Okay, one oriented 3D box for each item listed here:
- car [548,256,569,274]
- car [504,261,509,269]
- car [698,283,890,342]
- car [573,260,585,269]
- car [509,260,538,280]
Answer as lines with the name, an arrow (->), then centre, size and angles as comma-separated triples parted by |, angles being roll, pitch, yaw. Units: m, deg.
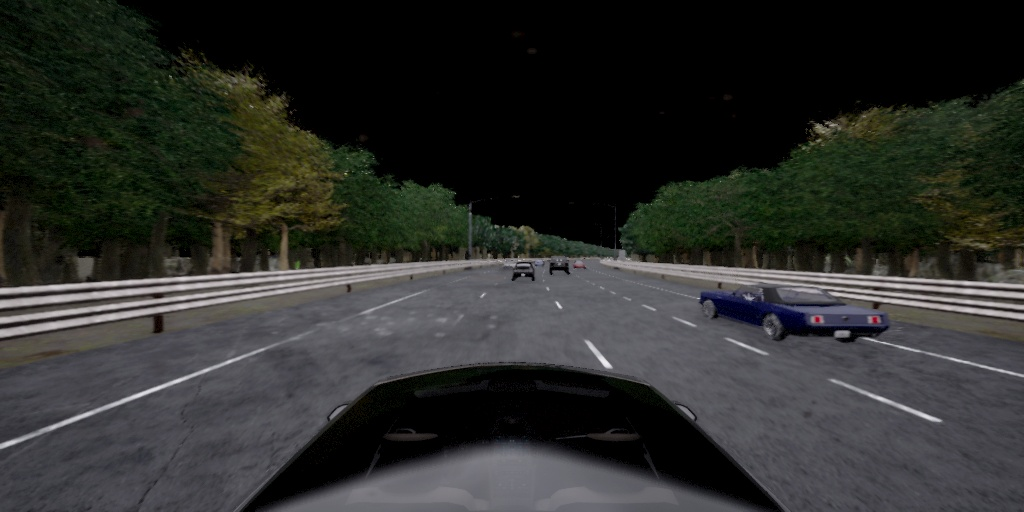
car -> 5.372, 1.014, 41.232 | 2.150, 2.045, 5.566 | 0, 0, 6
car -> -0.033, 1.377, 56.897 | 1.895, 1.301, 4.718 | 0, 0, 8
car -> 7.158, 1.397, 9.942 | 1.895, 1.301, 4.718 | 0, 0, 1
car -> 11.322, 1.408, 60.782 | 1.994, 1.385, 4.181 | 0, 0, 8
car -> 1.071, 1.269, 30.916 | 1.837, 1.490, 4.892 | 0, 0, 4
